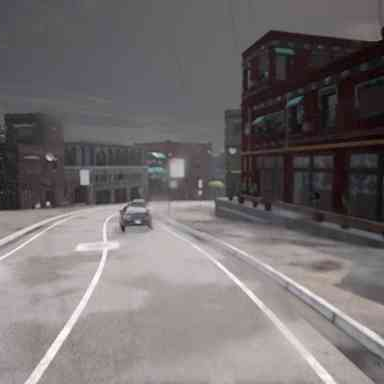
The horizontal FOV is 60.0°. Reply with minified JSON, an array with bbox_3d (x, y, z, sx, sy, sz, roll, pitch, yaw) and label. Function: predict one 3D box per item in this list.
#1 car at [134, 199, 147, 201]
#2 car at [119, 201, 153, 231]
[{"bbox_3d":[-5.962,1.536,38.900,1.837,1.490,4.892,0,0,0],"label":"car"},{"bbox_3d":[-3.545,1.511,20.803,1.812,1.442,4.674,-1,0,-13],"label":"car"}]
